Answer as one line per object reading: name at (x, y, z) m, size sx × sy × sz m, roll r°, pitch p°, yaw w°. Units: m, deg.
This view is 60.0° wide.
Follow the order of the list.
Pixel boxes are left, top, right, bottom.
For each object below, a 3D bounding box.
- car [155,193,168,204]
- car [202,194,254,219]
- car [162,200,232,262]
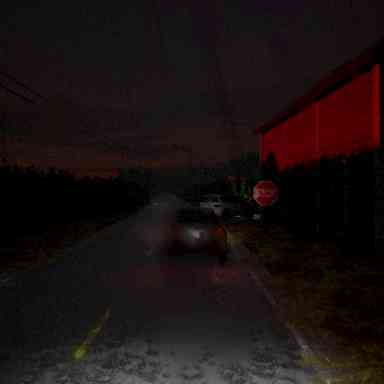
car at (-5.584, 1.456, 60.253) m, size 2.128 × 1.511 × 4.902 m, roll 0°, pitch 0°, yaw -4°
car at (2.853, 1.211, 26.970) m, size 2.150 × 2.045 × 5.566 m, roll -2°, pitch -1°, yaw 41°
car at (0.095, 1.346, 12.299) m, size 2.097 × 1.767 × 4.553 m, roll 0°, pitch 0°, yaw 0°
